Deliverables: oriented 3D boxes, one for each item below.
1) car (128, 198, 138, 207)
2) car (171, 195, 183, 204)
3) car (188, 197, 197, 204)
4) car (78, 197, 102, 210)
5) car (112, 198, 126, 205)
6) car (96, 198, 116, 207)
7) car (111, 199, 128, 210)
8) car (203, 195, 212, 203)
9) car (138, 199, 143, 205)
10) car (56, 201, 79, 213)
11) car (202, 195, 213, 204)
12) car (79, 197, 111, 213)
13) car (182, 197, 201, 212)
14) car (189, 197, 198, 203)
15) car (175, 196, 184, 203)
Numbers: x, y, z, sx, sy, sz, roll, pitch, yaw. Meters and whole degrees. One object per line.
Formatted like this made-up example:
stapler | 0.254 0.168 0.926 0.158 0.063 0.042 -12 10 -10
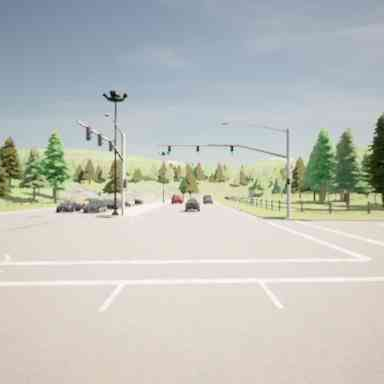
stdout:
car | -11.501 1.954 59.301 1.895 1.301 4.718 0 0 1
car | -3.369 1.658 73.414 2.150 2.045 5.566 0 0 1
car | 0.135 1.915 73.790 1.882 1.535 5.008 0 0 1
car | -15.030 1.645 49.323 2.097 1.767 4.553 0 0 0
car | -14.909 2.002 68.342 1.895 1.301 4.718 0 0 0
car | -14.997 1.838 58.200 2.128 1.511 4.902 0 0 0
car | -11.534 1.843 49.717 2.033 1.411 5.357 0 0 0
car | 3.866 1.667 83.995 2.150 2.045 5.566 0 0 2
car | -11.408 2.009 69.494 1.895 1.301 4.718 0 0 0
car | -15.036 1.807 40.815 1.994 1.385 4.181 0 0 1
car | 3.631 1.974 73.369 2.033 1.411 5.357 0 0 1
car | -11.548 1.743 39.979 1.837 1.490 4.892 0 0 0
car | 0.055 1.759 42.771 1.837 1.490 4.892 0 0 0
car | 0.367 1.968 84.060 2.128 1.511 4.902 0 0 2
car | -3.132 1.921 84.157 1.882 1.535 5.008 0 0 2
